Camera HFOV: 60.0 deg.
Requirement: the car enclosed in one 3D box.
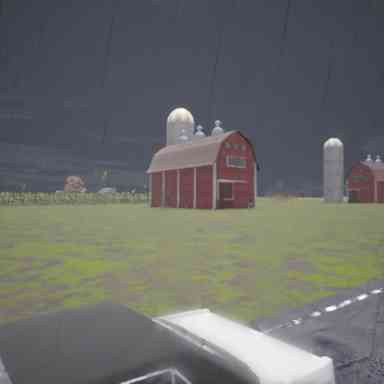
[{"bbox_3d":[-1.112,1.654,2.201,4.718,1.301,1.895,1,-2,-38],"label":"car"}]
